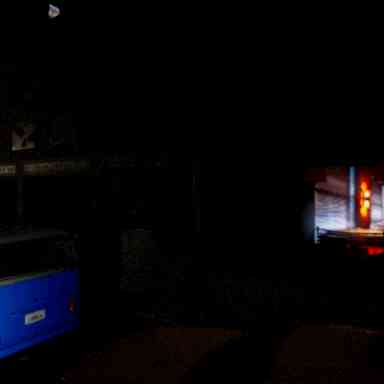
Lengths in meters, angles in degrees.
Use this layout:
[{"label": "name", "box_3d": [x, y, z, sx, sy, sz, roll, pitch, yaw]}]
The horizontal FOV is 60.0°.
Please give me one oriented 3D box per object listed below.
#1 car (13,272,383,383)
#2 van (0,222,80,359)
[{"label": "car", "box_3d": [0.968, 1.528, 2.170, 4.829, 1.417, 1.752, -1, 0, 35]}, {"label": "van", "box_3d": [-3.528, 1.389, 5.366, 3.998, 1.788, 1.690, -1, 0, 35]}]
